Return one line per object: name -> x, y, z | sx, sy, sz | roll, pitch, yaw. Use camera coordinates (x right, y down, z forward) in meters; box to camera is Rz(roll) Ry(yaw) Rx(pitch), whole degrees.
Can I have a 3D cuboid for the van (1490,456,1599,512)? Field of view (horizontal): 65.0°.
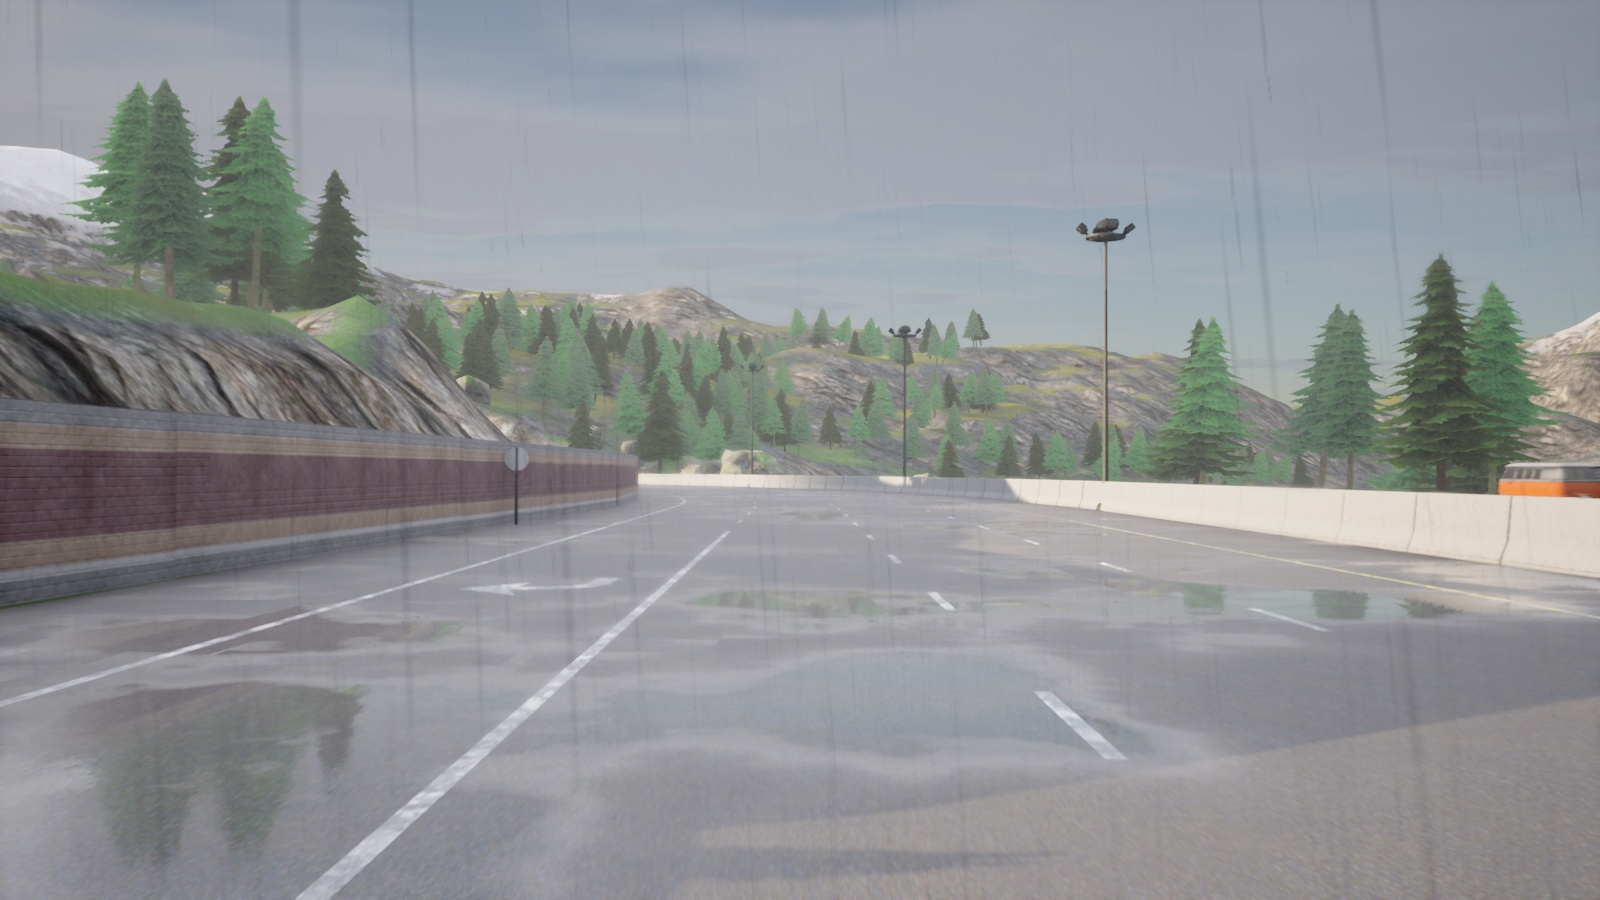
van -> 27.889, 1.241, 46.923 | 1.775, 1.987, 4.442 | 0, -1, 0
